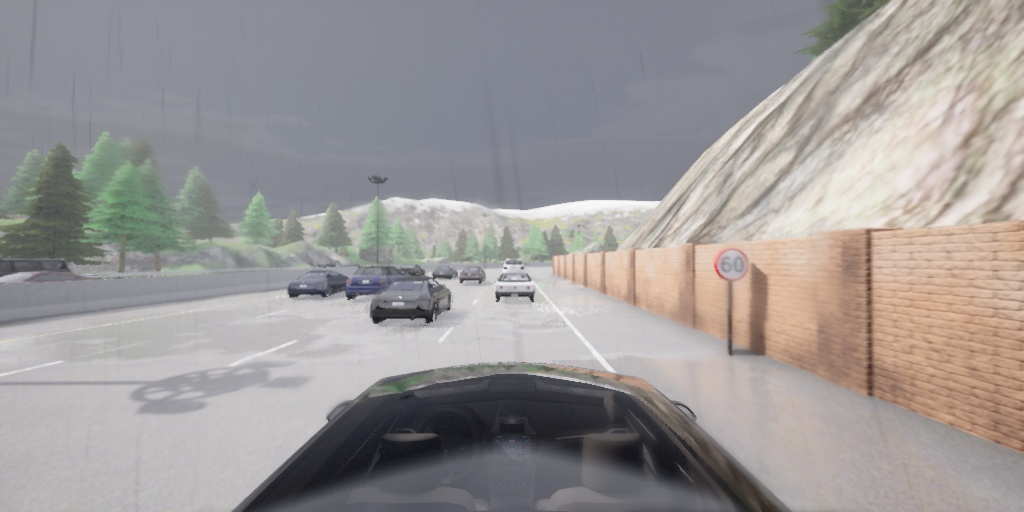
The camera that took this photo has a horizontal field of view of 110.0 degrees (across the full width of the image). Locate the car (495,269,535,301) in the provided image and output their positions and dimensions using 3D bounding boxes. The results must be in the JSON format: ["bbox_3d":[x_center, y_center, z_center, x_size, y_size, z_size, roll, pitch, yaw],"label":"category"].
[{"bbox_3d":[0.137,1.509,18.524,1.895,1.301,4.718,0,-1,0],"label":"car"}]

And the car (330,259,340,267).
[{"bbox_3d":[-26.159,1.539,57.006,1.994,1.385,4.181,0,-1,12],"label":"car"}]

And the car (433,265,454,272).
[{"bbox_3d":[-6.805,1.642,36.564,1.994,1.385,4.181,0,-1,0],"label":"car"}]

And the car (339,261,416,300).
[{"bbox_3d":[-6.861,1.264,18.959,2.097,1.767,4.553,0,-1,0],"label":"car"}]

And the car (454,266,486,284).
[{"bbox_3d":[-3.331,1.571,30.750,2.033,1.411,5.357,0,-1,0],"label":"car"}]

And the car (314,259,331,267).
[{"bbox_3d":[-29.582,1.284,57.738,2.097,1.767,4.553,0,-1,12],"label":"car"}]

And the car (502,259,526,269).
[{"bbox_3d":[0.186,1.289,35.419,2.150,2.045,5.566,0,-1,0],"label":"car"}]

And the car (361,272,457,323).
[{"bbox_3d":[-3.377,1.417,12.667,1.994,1.385,4.181,0,-1,0],"label":"car"}]

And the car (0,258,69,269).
[{"bbox_3d":[-24.567,1.112,16.888,2.150,2.045,5.566,0,-1,0],"label":"car"}]

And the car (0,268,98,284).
[{"bbox_3d":[-21.069,1.406,15.713,1.812,1.442,4.674,0,-1,0],"label":"car"}]

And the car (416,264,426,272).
[{"bbox_3d":[-10.303,1.559,36.949,1.882,1.535,5.008,0,-1,0],"label":"car"}]

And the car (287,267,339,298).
[{"bbox_3d":[-10.358,1.483,19.812,1.994,1.385,4.181,0,-1,0],"label":"car"}]
